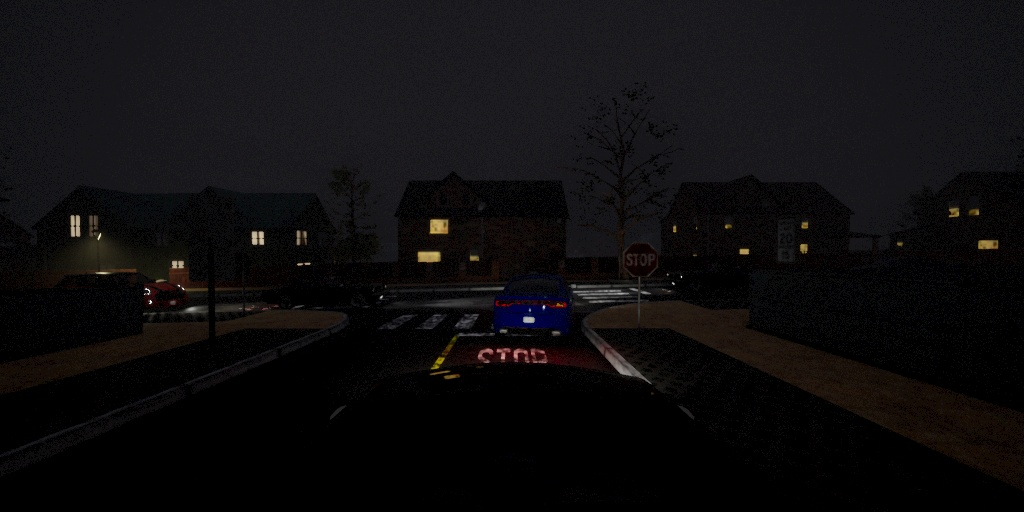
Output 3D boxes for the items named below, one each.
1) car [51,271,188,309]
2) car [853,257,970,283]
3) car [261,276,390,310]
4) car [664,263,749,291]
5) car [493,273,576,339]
[{"bbox_3d":[-16.800,1.472,15.374,4.553,1.767,2.097,-1,1,0],"label":"car"},{"bbox_3d":[20.055,0.753,18.347,5.357,1.411,2.033,-1,1,0],"label":"car"},{"bbox_3d":[-7.813,1.506,15.382,4.718,1.301,1.895,-1,1,0],"label":"car"},{"bbox_3d":[10.409,1.034,18.311,4.718,1.301,1.895,-1,1,-1],"label":"car"},{"bbox_3d":[0.786,1.226,10.175,1.882,1.535,5.008,0,0,10],"label":"car"}]
